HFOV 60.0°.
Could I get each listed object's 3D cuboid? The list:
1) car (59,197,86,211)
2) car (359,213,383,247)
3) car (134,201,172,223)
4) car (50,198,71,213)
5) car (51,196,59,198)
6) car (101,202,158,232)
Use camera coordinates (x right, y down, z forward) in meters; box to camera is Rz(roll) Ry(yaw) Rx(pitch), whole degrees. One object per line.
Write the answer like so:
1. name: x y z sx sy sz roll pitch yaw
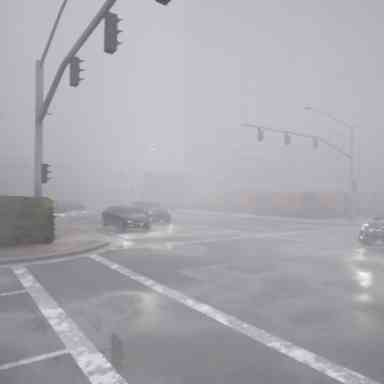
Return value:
1. car: -15.426 1.725 43.518 2.033 1.411 5.357 1 -1 -34
2. car: 9.589 1.556 15.108 4.553 1.767 2.097 1 -1 -36
3. car: -3.458 1.515 26.266 2.097 1.767 4.553 1 -1 -35
4. car: -15.526 1.694 37.482 1.994 1.385 4.181 1 0 -35
5. car: -33.813 1.745 82.151 2.128 1.511 4.902 1 -1 -35
6. car: -4.320 1.621 21.380 1.837 1.490 4.892 1 0 -35
